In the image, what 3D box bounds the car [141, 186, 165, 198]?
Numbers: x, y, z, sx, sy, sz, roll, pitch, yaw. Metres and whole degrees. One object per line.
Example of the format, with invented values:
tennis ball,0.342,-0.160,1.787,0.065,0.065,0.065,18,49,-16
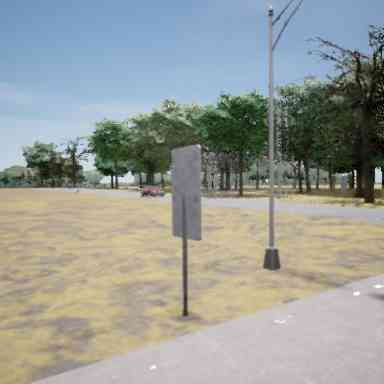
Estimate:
car,-5.934,-0.122,50.513,2.097,1.767,4.553,-1,2,-36
